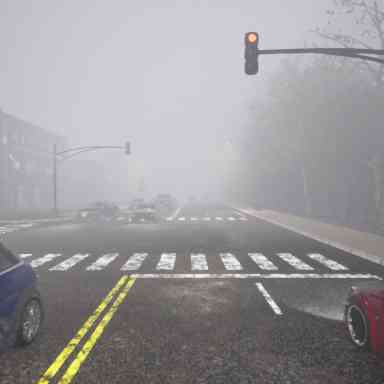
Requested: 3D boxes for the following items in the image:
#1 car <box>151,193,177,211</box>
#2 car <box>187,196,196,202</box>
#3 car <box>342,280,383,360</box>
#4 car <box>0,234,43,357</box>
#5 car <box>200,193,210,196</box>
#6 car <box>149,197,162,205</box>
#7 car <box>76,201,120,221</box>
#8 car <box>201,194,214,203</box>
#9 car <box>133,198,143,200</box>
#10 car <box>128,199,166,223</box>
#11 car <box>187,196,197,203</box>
[{"bbox_3d":[-3.418,1.204,40.943,2.150,2.045,5.566,0,1,0],"label":"car"},{"bbox_3d":[-0.114,1.564,77.262,1.895,1.301,4.718,0,0,0],"label":"car"},{"bbox_3d":[3.348,1.563,3.519,1.994,1.385,4.181,0,0,0],"label":"car"},{"bbox_3d":[-3.355,1.351,3.233,2.097,1.767,4.553,0,0,0],"label":"car"},{"bbox_3d":[3.139,1.195,76.284,2.150,2.045,5.566,0,0,0],"label":"car"},{"bbox_3d":[-6.657,1.579,61.109,1.895,1.301,4.718,0,0,0],"label":"car"},{"bbox_3d":[-7.423,1.485,26.773,2.128,1.511,4.902,0,0,11],"label":"car"},{"bbox_3d":[3.248,1.576,66.101,1.895,1.301,4.718,0,0,0],"label":"car"},{"bbox_3d":[-6.654,1.512,41.425,1.812,1.442,4.674,0,0,0],"label":"car"},{"bbox_3d":[-3.389,1.541,25.563,2.033,1.411,5.357,0,0,0],"label":"car"},{"bbox_3d":[0.001,1.452,66.978,1.882,1.535,5.008,0,0,0],"label":"car"}]
